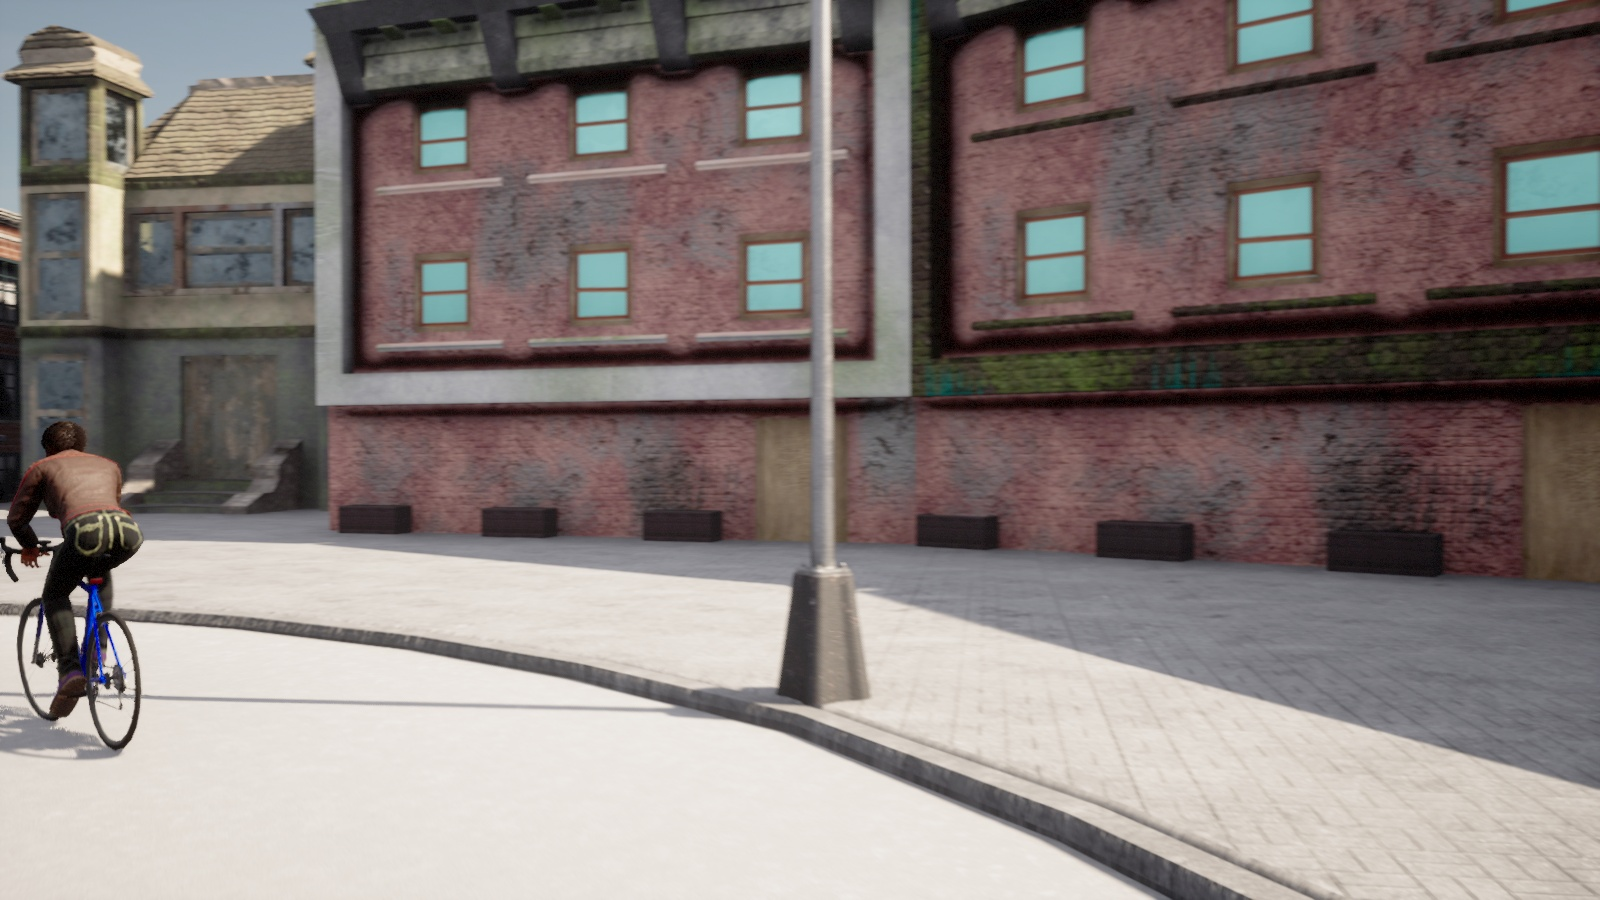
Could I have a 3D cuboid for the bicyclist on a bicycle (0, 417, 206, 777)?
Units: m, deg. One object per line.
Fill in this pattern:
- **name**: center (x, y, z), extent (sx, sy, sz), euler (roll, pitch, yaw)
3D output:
- **bicyclist on a bicycle**: center (-3.704, 0.667, 6.432), extent (1.656, 1.620, 0.582), euler (-1, 0, 42)
